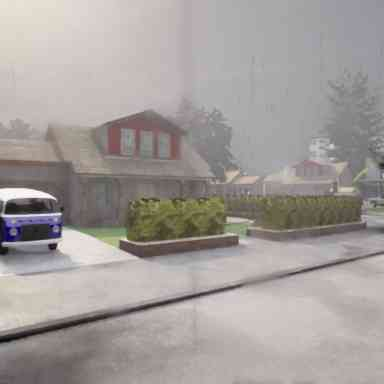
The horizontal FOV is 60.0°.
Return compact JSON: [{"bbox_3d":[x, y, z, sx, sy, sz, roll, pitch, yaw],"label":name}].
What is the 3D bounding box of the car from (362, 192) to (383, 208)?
[{"bbox_3d":[22.993,0.965,40.726,3.866,1.878,1.905,0,0,-1],"label":"car"}]
